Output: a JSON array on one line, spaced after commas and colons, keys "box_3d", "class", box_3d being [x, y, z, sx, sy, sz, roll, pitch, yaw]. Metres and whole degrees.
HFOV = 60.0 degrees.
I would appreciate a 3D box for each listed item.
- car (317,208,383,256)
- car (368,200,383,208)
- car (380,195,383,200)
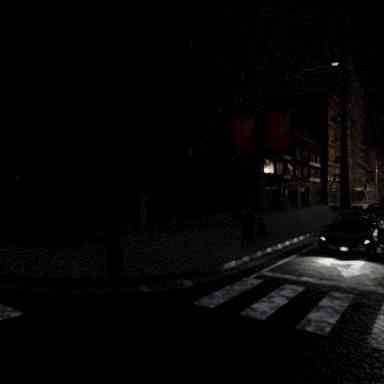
[{"box_3d": [6.686, 1.562, 13.550, 2.033, 1.411, 5.357, 0, 0, 35], "class": "car"}, {"box_3d": [12.221, 1.520, 21.533, 2.128, 1.511, 4.902, 0, 0, 35], "class": "car"}, {"box_3d": [18.024, 1.267, 29.887, 2.150, 2.045, 5.566, 0, 0, 36], "class": "car"}]
